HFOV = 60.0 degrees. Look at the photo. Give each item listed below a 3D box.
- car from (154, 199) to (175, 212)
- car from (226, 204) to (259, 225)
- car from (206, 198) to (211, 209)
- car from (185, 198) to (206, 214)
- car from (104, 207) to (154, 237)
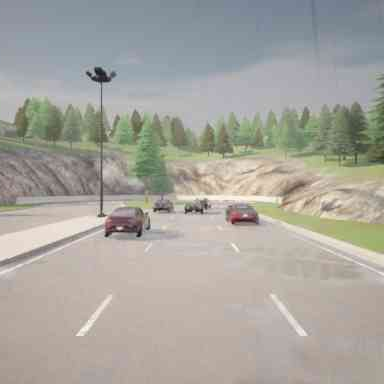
[{"bbox_3d":[-3.164,1.547,37.988,2.033,1.411,5.357,0,0,4],"label":"car"},{"bbox_3d":[3.600,1.564,24.361,1.994,1.385,4.181,0,0,0],"label":"car"},{"bbox_3d":[1.372,1.492,44.449,2.128,1.511,4.902,0,0,12],"label":"car"},{"bbox_3d":[0.258,1.601,35.248,1.895,1.301,4.718,0,0,2],"label":"car"},{"bbox_3d":[-3.400,1.526,17.935,1.812,1.442,4.674,0,0,0],"label":"car"}]
